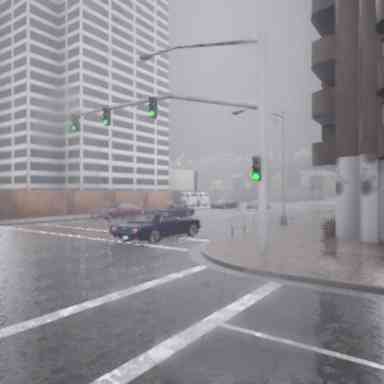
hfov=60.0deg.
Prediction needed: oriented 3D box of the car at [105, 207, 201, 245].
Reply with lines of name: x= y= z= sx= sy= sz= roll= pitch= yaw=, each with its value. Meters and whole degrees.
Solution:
car: x=-1.554 y=1.644 z=15.964 sx=1.895 sy=1.301 sz=4.718 roll=0 pitch=0 yaw=35

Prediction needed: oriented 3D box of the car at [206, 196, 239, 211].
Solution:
car: x=4.229 y=1.563 z=42.514 sx=1.882 sy=1.535 sz=5.008 roll=0 pitch=-1 yaw=36

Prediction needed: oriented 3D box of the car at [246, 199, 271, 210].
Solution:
car: x=8.535 y=1.597 z=42.509 sx=1.812 sy=1.442 sz=4.674 roll=0 pitch=0 yaw=36

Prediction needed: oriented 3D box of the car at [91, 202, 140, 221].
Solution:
car: x=-6.207 y=1.611 z=27.729 sx=1.812 sy=1.442 sz=4.674 roll=0 pitch=0 yaw=34

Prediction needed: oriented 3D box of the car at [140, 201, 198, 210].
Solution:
car: x=-1.809 y=1.672 z=27.930 sx=1.895 sy=1.301 sz=4.718 roll=0 pitch=0 yaw=35
